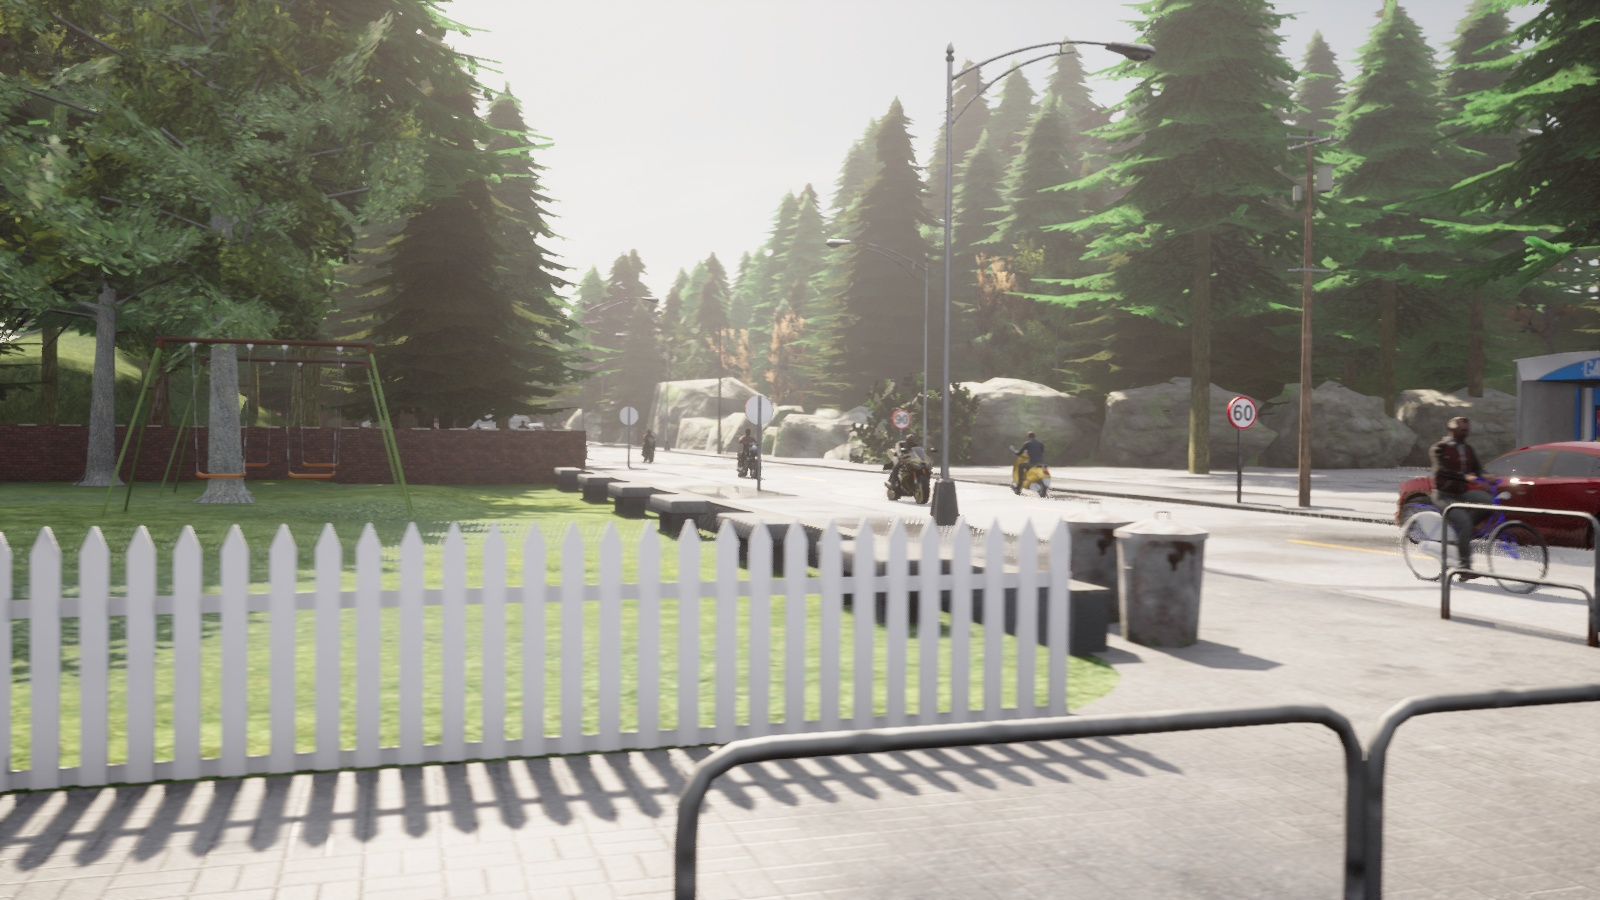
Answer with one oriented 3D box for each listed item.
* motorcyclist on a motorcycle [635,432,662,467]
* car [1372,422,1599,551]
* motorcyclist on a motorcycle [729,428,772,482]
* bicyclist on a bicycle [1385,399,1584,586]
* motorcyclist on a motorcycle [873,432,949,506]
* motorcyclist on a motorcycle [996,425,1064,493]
[{"bbox_3d":[-6.824,-0.025,56.504,0.797,1.523,2.044,-1,1,-17],"label":"motorcyclist on a motorcycle"},{"bbox_3d":[10.061,0.409,16.387,1.882,1.535,5.008,-1,1,-17],"label":"car"},{"bbox_3d":[-1.594,0.143,39.928,0.766,1.649,2.350,-1,1,-18],"label":"motorcyclist on a motorcycle"},{"bbox_3d":[6.953,0.391,12.868,0.659,1.776,1.843,-1,1,-17],"label":"bicyclist on a bicycle"},{"bbox_3d":[2.385,0.381,27.338,0.866,1.530,2.191,-1,1,-18],"label":"motorcyclist on a motorcycle"},{"bbox_3d":[5.576,0.215,30.510,0.866,1.590,1.817,-1,1,-18],"label":"motorcyclist on a motorcycle"}]
